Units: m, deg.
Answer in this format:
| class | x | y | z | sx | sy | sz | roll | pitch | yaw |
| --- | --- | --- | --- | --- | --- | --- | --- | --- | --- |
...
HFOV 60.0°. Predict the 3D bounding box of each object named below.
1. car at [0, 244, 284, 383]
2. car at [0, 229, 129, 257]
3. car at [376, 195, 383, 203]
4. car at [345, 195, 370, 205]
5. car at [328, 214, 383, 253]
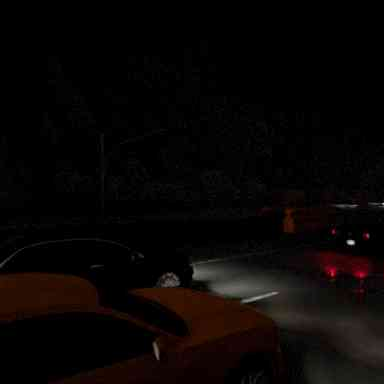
| class | x | y | z | sx | sy | sz | roll | pitch | yaw |
| --- | --- | --- | --- | --- | --- | --- | --- | --- | --- |
| car | -1.323 | 1.477 | 2.809 | 5.008 | 1.535 | 1.882 | 0 | 0 | -36 |
| car | -2.198 | 1.503 | 6.489 | 4.892 | 1.490 | 1.837 | 0 | 0 | -36 |
| car | 34.854 | 1.194 | 59.516 | 4.892 | 1.490 | 1.837 | 0 | 0 | -36 |
| car | 26.683 | 1.229 | 53.638 | 5.008 | 1.535 | 1.882 | 0 | 0 | -36 |
| car | 7.717 | 1.575 | 13.682 | 4.718 | 1.301 | 1.895 | 0 | 0 | -36 |
